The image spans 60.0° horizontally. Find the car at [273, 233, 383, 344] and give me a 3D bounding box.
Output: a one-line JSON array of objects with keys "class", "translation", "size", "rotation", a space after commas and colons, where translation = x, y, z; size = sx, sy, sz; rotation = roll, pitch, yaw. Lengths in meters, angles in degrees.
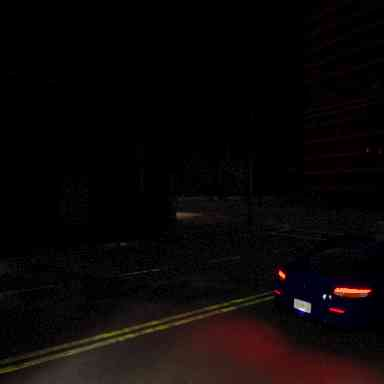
[{"class": "car", "translation": [3.520, 1.526, 6.281], "size": [4.674, 1.442, 1.812], "rotation": [0, 0, -35]}]
